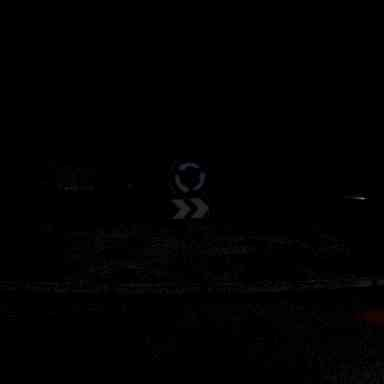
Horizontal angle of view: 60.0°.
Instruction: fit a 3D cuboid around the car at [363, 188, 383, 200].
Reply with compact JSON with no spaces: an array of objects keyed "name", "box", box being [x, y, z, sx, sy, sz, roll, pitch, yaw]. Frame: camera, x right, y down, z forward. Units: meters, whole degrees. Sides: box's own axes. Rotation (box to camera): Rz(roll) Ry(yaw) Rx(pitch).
[{"name":"car","box":[21.885,0.257,38.320,1.994,1.385,4.181,-2,3,-19]}]
